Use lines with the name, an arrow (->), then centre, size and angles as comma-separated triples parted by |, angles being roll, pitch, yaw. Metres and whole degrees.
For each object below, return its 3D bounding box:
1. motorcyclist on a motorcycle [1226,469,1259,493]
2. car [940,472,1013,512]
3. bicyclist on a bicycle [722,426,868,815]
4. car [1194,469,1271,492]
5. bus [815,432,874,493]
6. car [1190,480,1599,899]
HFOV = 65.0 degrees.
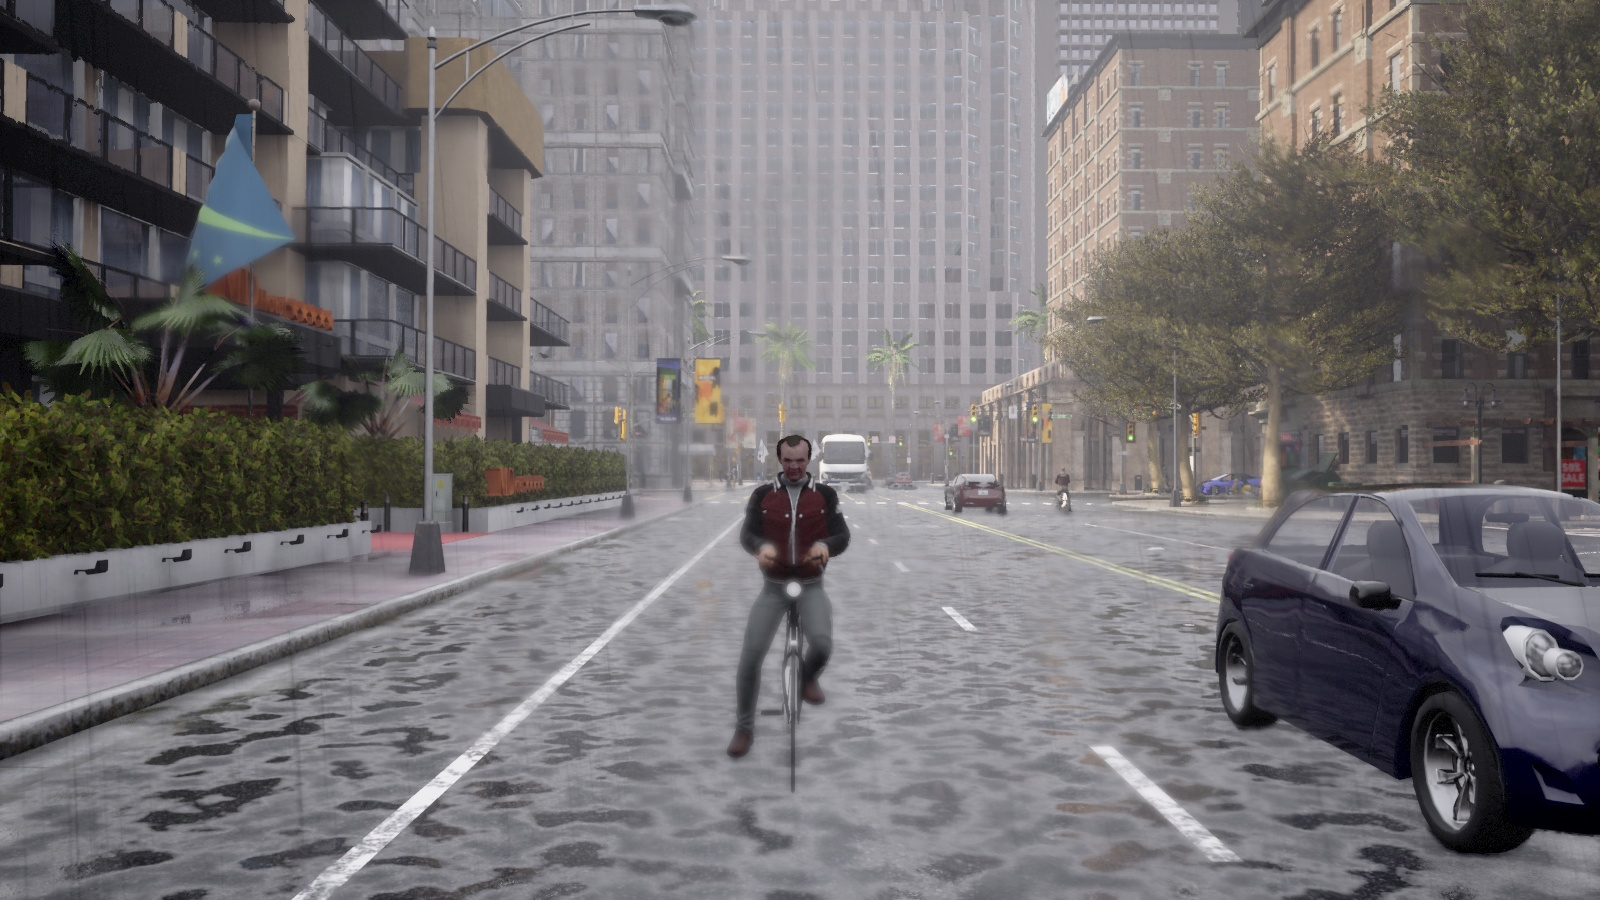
motorcyclist on a motorcycle -> 28.779, 2.021, 81.705 | 1.817, 1.590, 0.866 | 0, -1, 1
car -> 6.819, 1.609, 49.029 | 2.163, 1.488, 4.792 | 0, -1, 0
bicyclist on a bicycle -> -0.027, 0.797, 6.671 | 0.659, 1.776, 1.843 | 0, -1, 0
car -> 29.324, 2.072, 85.222 | 4.514, 1.525, 2.007 | 0, -1, 1
bus -> 3.153, 0.986, 93.166 | 3.944, 4.253, 10.273 | 0, -1, 0
car -> 3.475, 0.921, 6.353 | 1.845, 1.501, 3.633 | 0, -1, 0
